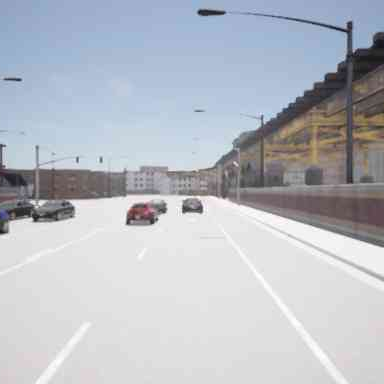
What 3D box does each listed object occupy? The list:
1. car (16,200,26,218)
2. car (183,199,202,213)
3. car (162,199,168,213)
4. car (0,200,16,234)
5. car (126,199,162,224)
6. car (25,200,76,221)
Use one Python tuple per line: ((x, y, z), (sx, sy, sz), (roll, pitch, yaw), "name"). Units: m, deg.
((-14.055, 1.380, 26.026), (1.837, 1.490, 4.892), (0, 0, 0), "car")
((0.023, 1.396, 35.034), (1.994, 1.385, 4.181), (0, 0, 0), "car")
((-3.480, 1.385, 33.852), (2.033, 1.411, 5.357), (0, 0, 0), "car")
((-10.590, 1.277, 15.490), (2.097, 1.767, 4.553), (0, 0, 0), "car")
((-3.411, 1.412, 23.283), (1.812, 1.442, 4.674), (0, 0, 0), "car")
((-10.558, 1.381, 25.757), (1.837, 1.490, 4.892), (0, 0, 1), "car")
